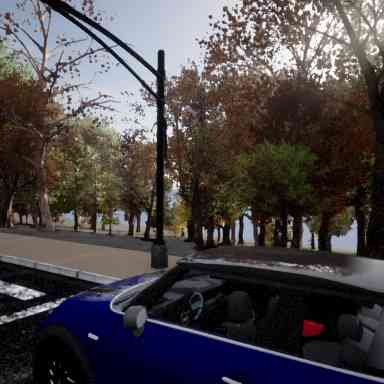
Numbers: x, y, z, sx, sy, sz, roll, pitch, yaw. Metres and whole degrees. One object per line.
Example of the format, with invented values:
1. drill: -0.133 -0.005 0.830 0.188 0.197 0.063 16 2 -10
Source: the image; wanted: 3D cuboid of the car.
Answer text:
1. car: 0.432 1.352 3.349 4.553 1.767 2.097 0 0 34
